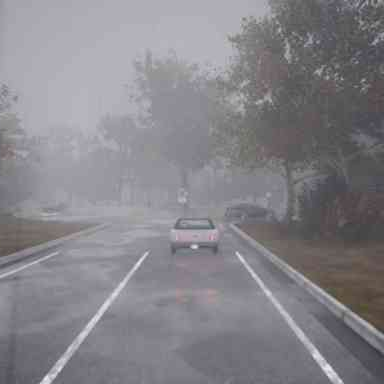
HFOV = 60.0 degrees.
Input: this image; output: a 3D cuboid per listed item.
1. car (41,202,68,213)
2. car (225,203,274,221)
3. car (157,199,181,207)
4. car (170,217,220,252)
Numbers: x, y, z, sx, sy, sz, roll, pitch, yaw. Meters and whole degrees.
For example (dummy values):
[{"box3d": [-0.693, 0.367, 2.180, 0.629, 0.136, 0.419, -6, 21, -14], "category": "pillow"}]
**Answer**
[{"box3d": [-17.520, 1.953, 42.754, 2.033, 1.411, 5.357, 0, -1, -5], "category": "car"}, {"box3d": [5.231, 1.774, 29.837, 4.902, 1.511, 2.128, 0, -1, -29], "category": "car"}, {"box3d": [-3.857, 2.062, 60.138, 4.902, 1.511, 2.128, 0, -1, -6], "category": "car"}, {"box3d": [0.099, 1.739, 14.477, 1.895, 1.301, 4.718, 0, -1, 0], "category": "car"}]
